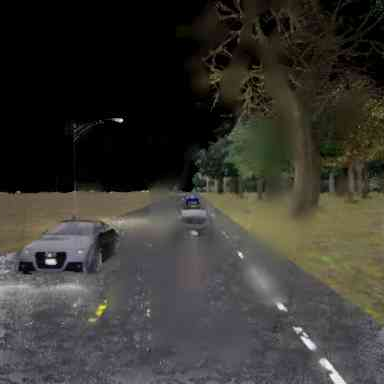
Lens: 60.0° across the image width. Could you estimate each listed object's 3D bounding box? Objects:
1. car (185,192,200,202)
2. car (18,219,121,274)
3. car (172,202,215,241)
[{"bbox_3d":[0.088,0.923,56.692,2.150,2.045,5.566,0,1,0],"label":"car"},{"bbox_3d":[-3.570,1.571,10.421,1.994,1.385,4.181,0,0,0],"label":"car"},{"bbox_3d":[0.096,1.503,16.556,1.837,1.490,4.892,0,0,0],"label":"car"}]
